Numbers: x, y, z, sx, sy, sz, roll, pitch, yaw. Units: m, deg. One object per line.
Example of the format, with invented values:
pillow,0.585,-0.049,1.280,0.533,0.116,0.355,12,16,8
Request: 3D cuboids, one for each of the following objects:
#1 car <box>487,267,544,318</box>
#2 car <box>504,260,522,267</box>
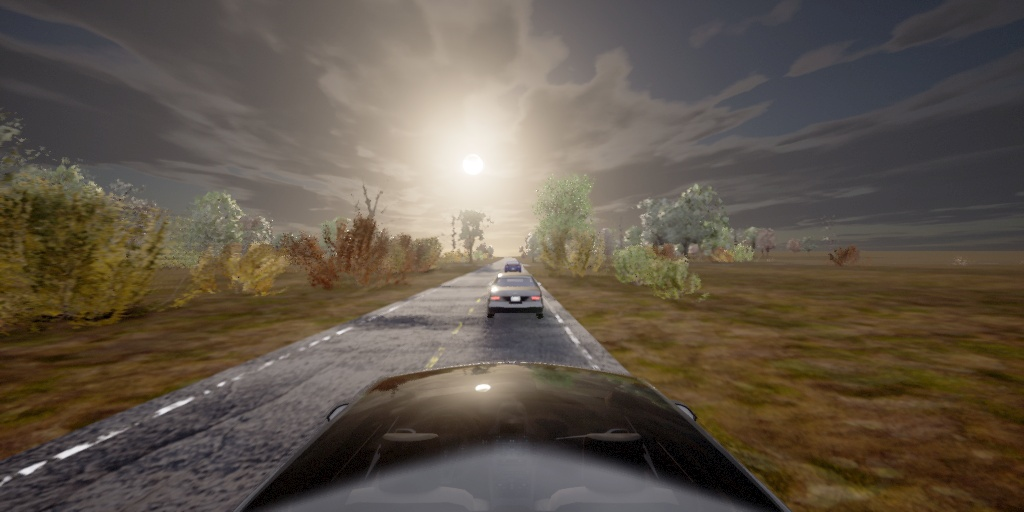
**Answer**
car,0.105,1.305,13.008,2.033,1.411,5.357,0,0,0
car,0.117,1.238,41.264,1.882,1.535,5.008,0,0,0
